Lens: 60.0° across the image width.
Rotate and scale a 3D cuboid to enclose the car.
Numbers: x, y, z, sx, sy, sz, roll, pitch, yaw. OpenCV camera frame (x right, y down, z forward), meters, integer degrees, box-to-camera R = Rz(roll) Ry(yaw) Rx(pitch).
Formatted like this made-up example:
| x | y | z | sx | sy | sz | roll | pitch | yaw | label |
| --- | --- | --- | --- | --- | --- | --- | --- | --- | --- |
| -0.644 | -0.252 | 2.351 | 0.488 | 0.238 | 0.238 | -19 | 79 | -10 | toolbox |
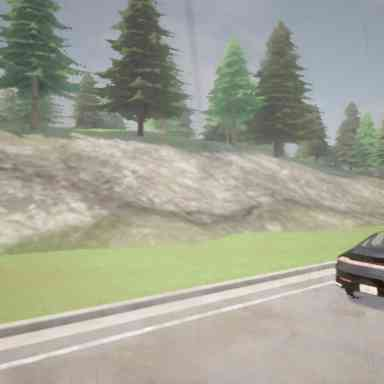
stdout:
| x | y | z | sx | sy | sz | roll | pitch | yaw | label |
| --- | --- | --- | --- | --- | --- | --- | --- | --- | --- |
| 5.193 | 1.585 | 7.467 | 4.902 | 1.511 | 2.128 | 1 | 0 | -35 | car |
